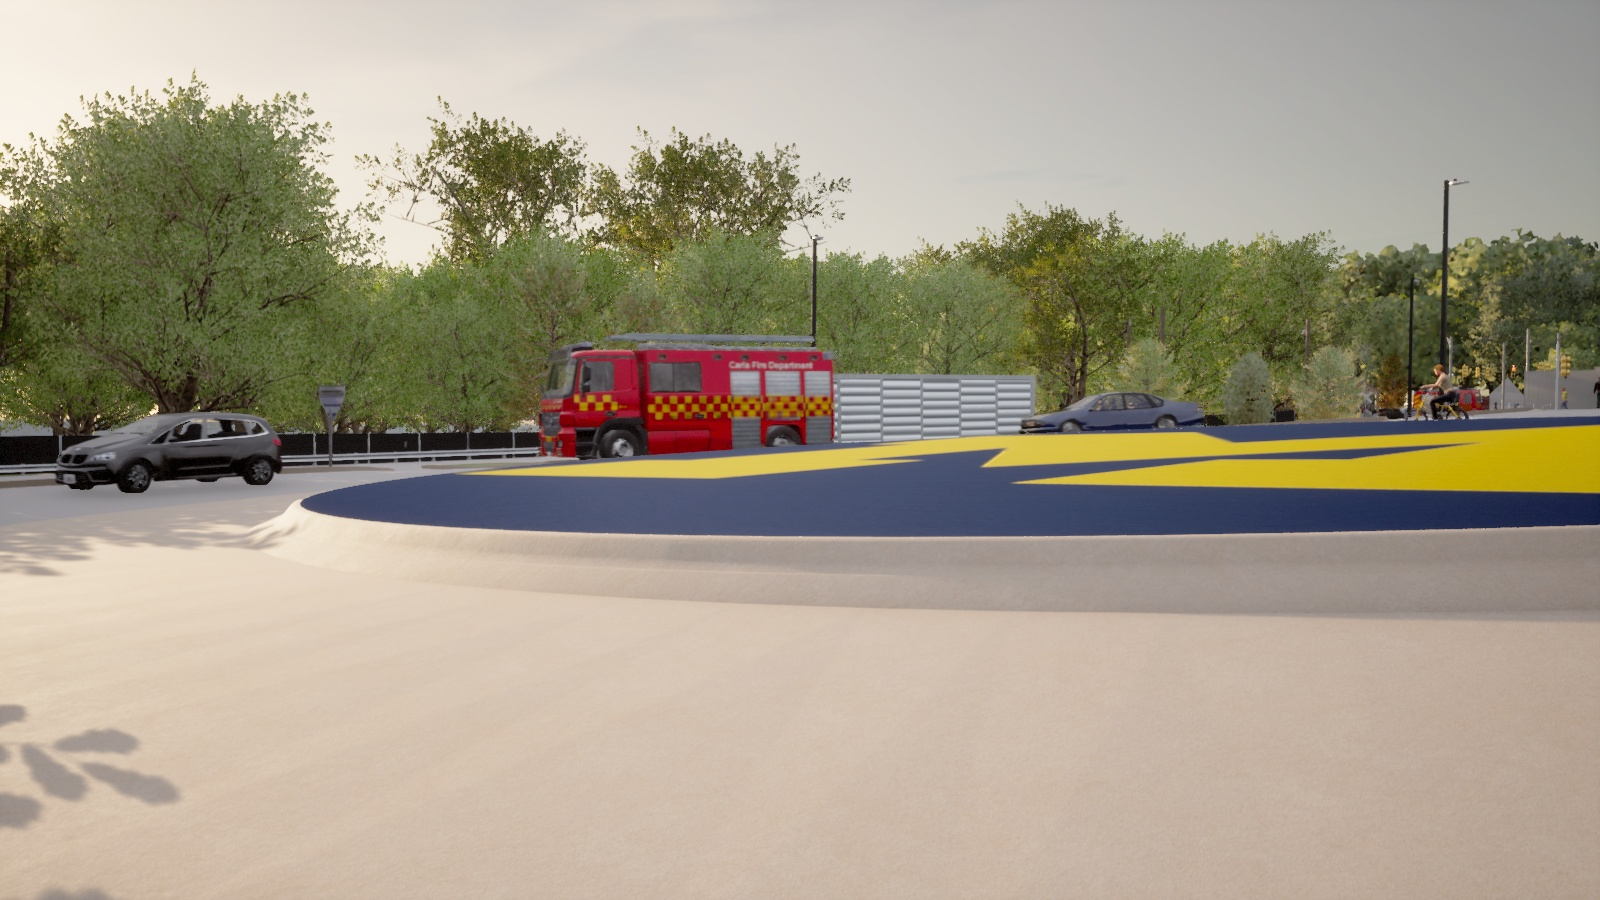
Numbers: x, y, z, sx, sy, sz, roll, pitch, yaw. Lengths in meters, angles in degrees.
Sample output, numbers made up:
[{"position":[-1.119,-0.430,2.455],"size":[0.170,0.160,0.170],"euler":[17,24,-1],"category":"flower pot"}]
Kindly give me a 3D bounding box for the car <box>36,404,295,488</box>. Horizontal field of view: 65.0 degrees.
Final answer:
[{"position":[-13.868,-0.166,27.730],"size":[2.242,1.667,4.611],"euler":[2,2,30],"category":"car"}]

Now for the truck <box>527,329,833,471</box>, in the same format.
[{"position":[-3.462,-1.465,36.973],"size":[8.468,3.827,2.891],"euler":[-1,2,-26],"category":"truck"}]

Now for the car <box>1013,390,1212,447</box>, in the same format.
[{"position":[9.300,-0.934,37.568],"size":[5.357,1.411,2.033],"euler":[-3,0,-10],"category":"car"}]

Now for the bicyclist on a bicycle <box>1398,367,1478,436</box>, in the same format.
[{"position":[15.631,-1.165,30.788],"size":[0.866,1.612,1.509],"euler":[0,0,-41],"category":"bicyclist on a bicycle"}]

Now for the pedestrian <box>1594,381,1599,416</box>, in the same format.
[{"position":[43.220,-2.761,67.767],"size":[0.720,1.854,0.376],"euler":[0,1,-42],"category":"pedestrian"}]
